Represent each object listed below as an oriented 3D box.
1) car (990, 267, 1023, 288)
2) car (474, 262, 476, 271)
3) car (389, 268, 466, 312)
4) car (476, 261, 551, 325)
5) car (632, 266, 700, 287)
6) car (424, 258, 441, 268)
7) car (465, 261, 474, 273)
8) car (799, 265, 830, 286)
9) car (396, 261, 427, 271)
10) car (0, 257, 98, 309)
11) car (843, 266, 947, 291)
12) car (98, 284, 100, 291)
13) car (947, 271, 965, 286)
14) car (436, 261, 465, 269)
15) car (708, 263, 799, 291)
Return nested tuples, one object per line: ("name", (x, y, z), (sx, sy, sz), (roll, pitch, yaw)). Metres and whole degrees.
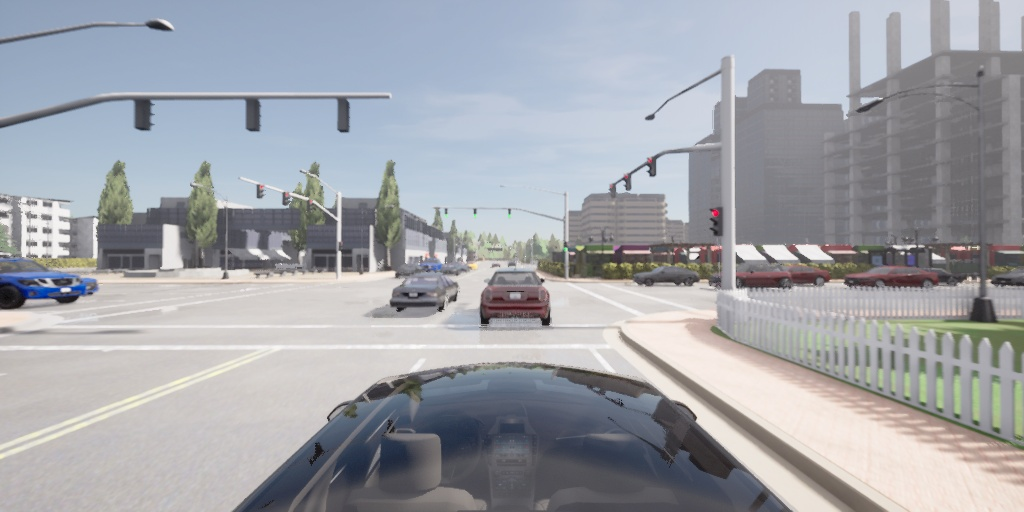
("car", (34.358, 1.419, 23.354), (4.892, 1.490, 1.837), (0, 0, -1))
("car", (-6.999, 1.678, 61.101), (1.882, 1.535, 5.008), (0, 0, 0))
("car", (-3.400, 1.398, 14.861), (2.033, 1.411, 5.357), (0, 0, 0))
("car", (0.098, 1.182, 12.314), (2.097, 1.767, 4.553), (0, 0, 0))
("car", (11.236, 1.462, 26.271), (4.674, 1.442, 1.812), (0, 0, -1))
("car", (-10.585, 1.314, 46.933), (2.150, 2.045, 5.566), (0, 0, 0))
("car", (-7.074, 1.670, 50.888), (2.033, 1.411, 5.357), (0, 0, 0))
("car", (20.561, 1.416, 26.524), (5.008, 1.535, 1.882), (0, 0, -1))
("car", (-10.595, 1.523, 37.070), (1.837, 1.490, 4.892), (0, 0, 0))
("car", (-21.455, 1.072, 14.931), (5.566, 2.045, 2.150), (0, 0, -2))
("car", (24.297, 1.390, 23.113), (5.008, 1.535, 1.882), (0, 0, -1))
("car", (-24.279, 1.354, 18.331), (5.008, 1.535, 1.882), (0, 0, -2))
("car", (30.459, 1.541, 26.766), (4.718, 1.301, 1.895), (0, 0, -1))
("car", (-7.093, 1.617, 41.646), (1.994, 1.385, 4.181), (0, 0, 0))
("car", (15.083, 1.263, 22.885), (4.553, 1.767, 2.097), (0, 0, -1))
